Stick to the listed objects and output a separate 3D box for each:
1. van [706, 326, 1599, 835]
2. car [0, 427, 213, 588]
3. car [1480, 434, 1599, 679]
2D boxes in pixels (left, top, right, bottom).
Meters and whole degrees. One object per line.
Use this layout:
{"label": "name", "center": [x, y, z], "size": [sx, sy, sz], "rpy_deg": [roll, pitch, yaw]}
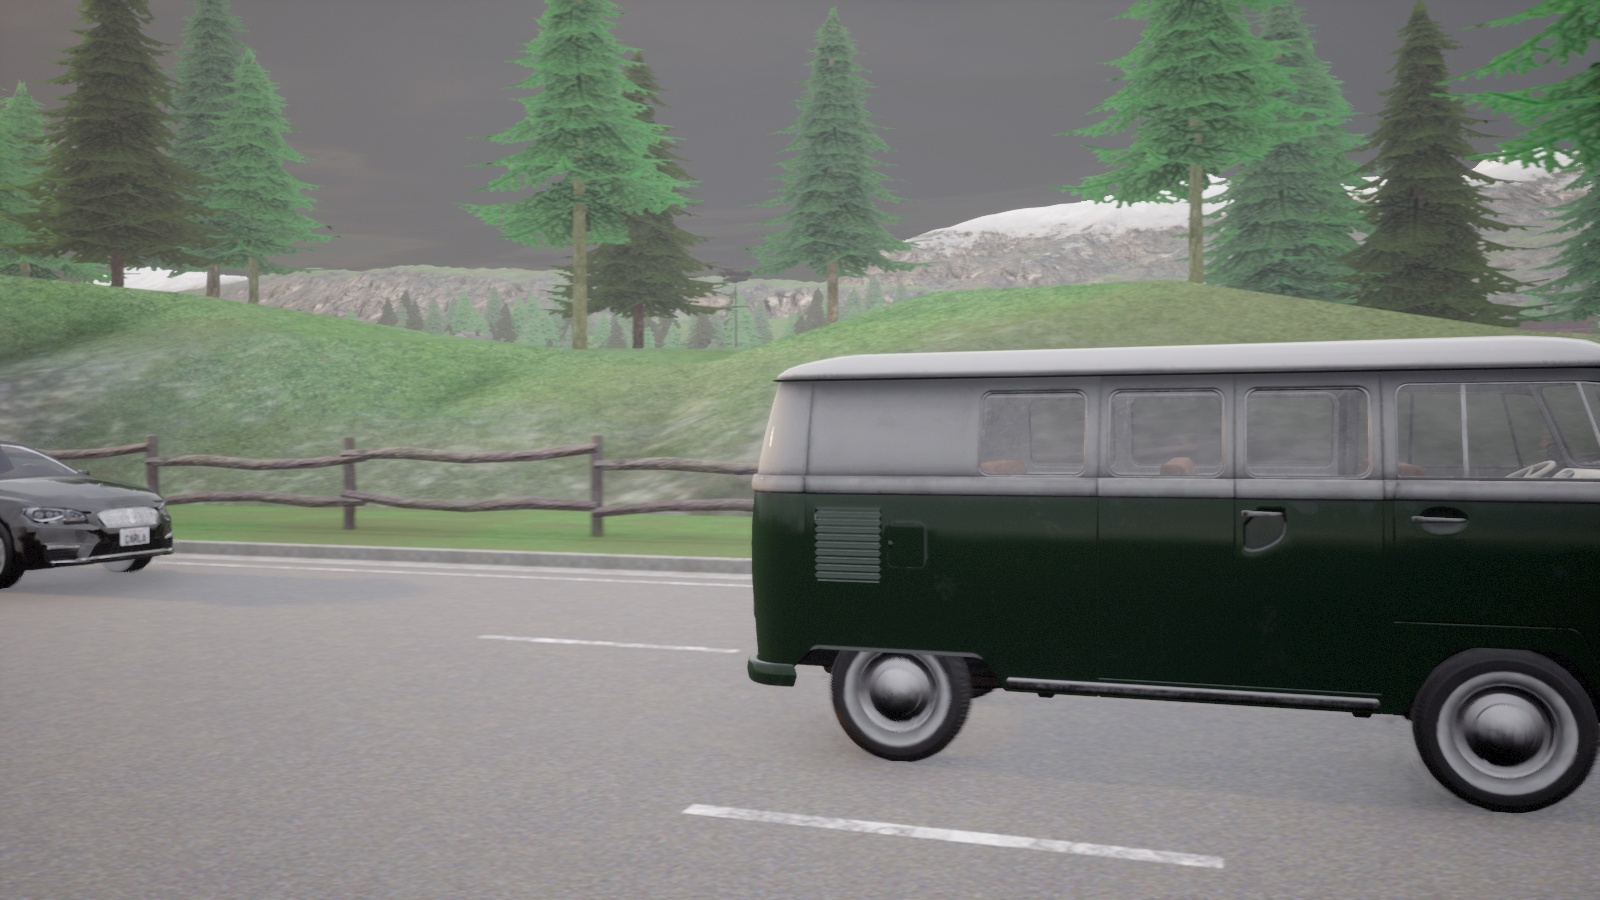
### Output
{"label": "van", "center": [1.933, 0.486, 6.232], "size": [4.442, 1.987, 1.775], "rpy_deg": [1, 1, 19]}
{"label": "car", "center": [-9.155, 0.506, 13.657], "size": [4.902, 1.511, 2.128], "rpy_deg": [1, 1, 19]}
{"label": "car", "center": [7.160, 0.676, 8.168], "size": [4.514, 1.525, 2.007], "rpy_deg": [1, 1, 19]}
